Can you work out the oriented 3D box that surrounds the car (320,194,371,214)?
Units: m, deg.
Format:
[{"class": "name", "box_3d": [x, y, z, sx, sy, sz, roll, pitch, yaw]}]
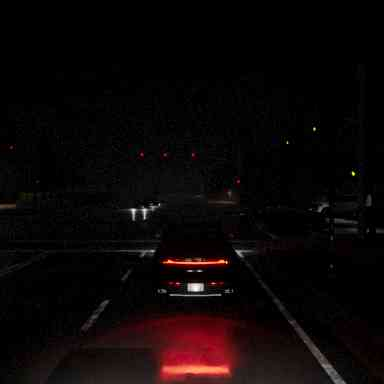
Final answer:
[{"class": "car", "box_3d": [13.432, 1.221, 29.918, 5.566, 2.045, 2.150, 0, 0, -1]}]

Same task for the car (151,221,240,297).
[{"class": "car", "box_3d": [0.072, 1.505, 8.534, 1.837, 1.490, 4.892, 0, 0, 0]}]

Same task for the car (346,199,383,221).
[{"class": "car", "box_3d": [15.206, 1.526, 26.473, 4.674, 1.442, 1.812, 0, 0, -1]}]

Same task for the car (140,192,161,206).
[{"class": "car", "box_3d": [-7.163, 1.222, 56.922, 2.150, 2.045, 5.566, 0, 0, 0]}]

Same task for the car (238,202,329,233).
[{"class": "car", "box_3d": [5.124, 1.491, 19.165, 4.902, 1.511, 2.128, 0, 0, 0]}]

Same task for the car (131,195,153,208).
[{"class": "car", "box_3d": [-7.156, 1.526, 47.165, 1.812, 1.442, 4.674, 0, 0, 0]}]

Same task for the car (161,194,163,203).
[{"class": "car", "box_3d": [-7.117, 1.222, 67.126, 2.150, 2.045, 5.566, 0, 0, 1]}]
